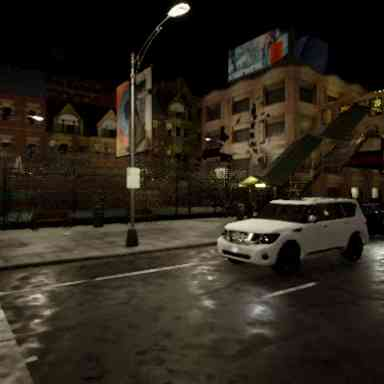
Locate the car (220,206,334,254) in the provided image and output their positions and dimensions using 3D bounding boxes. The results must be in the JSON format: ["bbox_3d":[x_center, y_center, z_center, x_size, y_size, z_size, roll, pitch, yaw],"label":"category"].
[{"bbox_3d":[3.807,1.478,14.444,5.008,1.535,2.097,0,0,-36],"label":"car"}]

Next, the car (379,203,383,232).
[{"bbox_3d":[8.957,1.352,18.288,4.553,1.767,2.185,0,0,-36],"label":"car"}]

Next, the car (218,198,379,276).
[{"bbox_3d":[3.433,1.220,10.685,5.566,2.045,2.150,0,0,-35],"label":"car"}]
